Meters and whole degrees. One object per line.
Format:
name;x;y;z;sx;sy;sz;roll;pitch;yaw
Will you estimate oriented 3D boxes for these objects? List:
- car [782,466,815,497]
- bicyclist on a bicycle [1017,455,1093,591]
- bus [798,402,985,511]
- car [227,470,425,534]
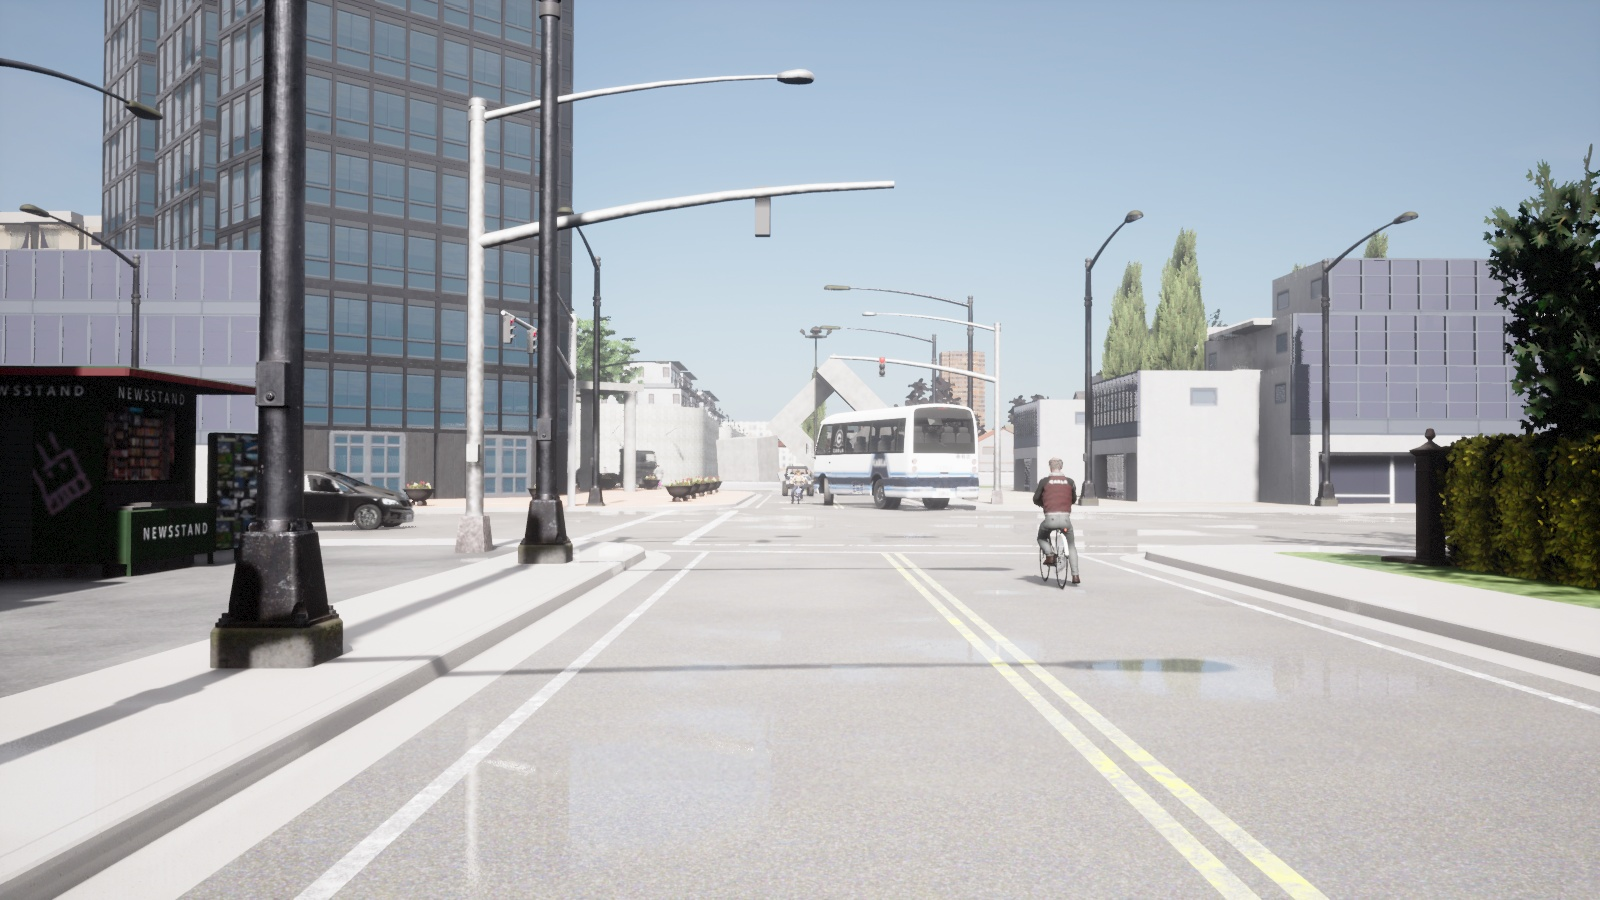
car;-0.118;1.909;77.492;1.905;1.878;3.866;0;-1;-2
bicyclist on a bicycle;3.485;0.961;17.280;0.659;1.776;1.843;0;-1;0
bus;3.660;0.336;54.455;3.944;4.253;10.273;0;-1;-22
car;-13.007;1.398;34.677;4.611;1.667;2.242;-1;-1;0
